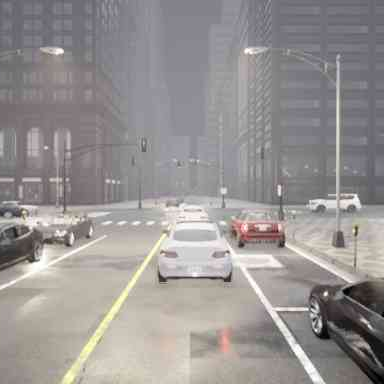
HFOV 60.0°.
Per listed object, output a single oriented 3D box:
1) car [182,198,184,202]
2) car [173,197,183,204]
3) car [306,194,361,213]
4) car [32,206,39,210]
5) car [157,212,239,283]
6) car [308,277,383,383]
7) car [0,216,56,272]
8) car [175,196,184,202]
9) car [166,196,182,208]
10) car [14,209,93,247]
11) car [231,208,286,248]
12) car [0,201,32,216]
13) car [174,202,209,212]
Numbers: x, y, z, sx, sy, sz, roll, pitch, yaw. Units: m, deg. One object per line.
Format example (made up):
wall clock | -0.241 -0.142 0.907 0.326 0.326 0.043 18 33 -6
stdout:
car | -2.978 1.650 60.436 1.837 1.490 4.892 0 0 0
car | -2.935 1.771 70.266 1.895 1.301 4.718 0 0 0
car | 15.548 1.249 36.557 5.566 2.045 2.150 0 0 0
car | -17.595 1.644 33.080 4.674 1.442 1.812 0 0 3
car | 0.086 1.544 9.600 1.812 1.442 4.674 0 0 1
car | 2.767 1.573 3.693 1.947 1.339 4.313 0 0 0
car | -5.750 1.584 9.340 1.947 1.339 4.313 0 0 0
car | -2.961 1.764 80.176 1.994 1.385 4.181 0 0 0
car | -2.966 1.644 51.262 1.812 1.442 4.674 0 0 0
car | -5.742 1.581 14.976 2.008 1.369 4.403 0 0 0
car | 2.783 1.470 14.966 1.967 1.590 4.097 0 0 0
car | -17.592 1.605 29.827 5.008 1.535 1.882 0 0 -1
car | 0.059 1.567 20.692 1.812 1.442 4.674 0 0 0
